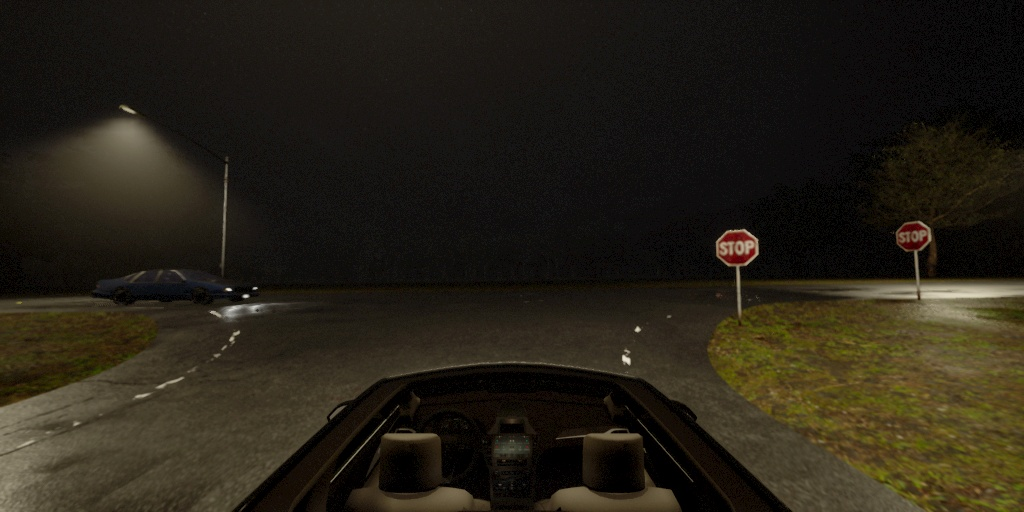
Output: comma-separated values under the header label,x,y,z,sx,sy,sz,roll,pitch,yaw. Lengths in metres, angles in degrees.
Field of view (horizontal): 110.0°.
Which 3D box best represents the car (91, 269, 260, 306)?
label,x,y,z,sx,sy,sz,roll,pitch,yaw
car,-13.224,1.218,14.261,5.357,1.411,2.033,0,-3,0
